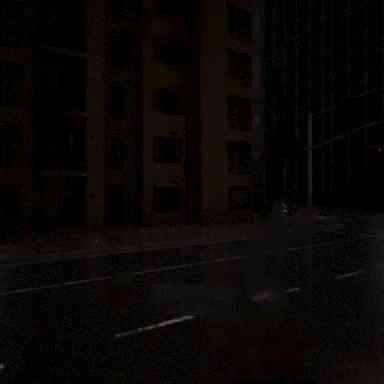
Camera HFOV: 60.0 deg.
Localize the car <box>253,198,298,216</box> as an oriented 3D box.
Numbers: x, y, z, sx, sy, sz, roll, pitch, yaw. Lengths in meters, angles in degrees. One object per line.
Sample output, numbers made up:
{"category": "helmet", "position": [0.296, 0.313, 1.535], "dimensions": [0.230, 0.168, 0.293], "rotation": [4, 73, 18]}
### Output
{"category": "car", "position": [8.231, 1.369, 33.092], "dimensions": [2.097, 1.767, 4.553], "rotation": [0, 0, -34]}
